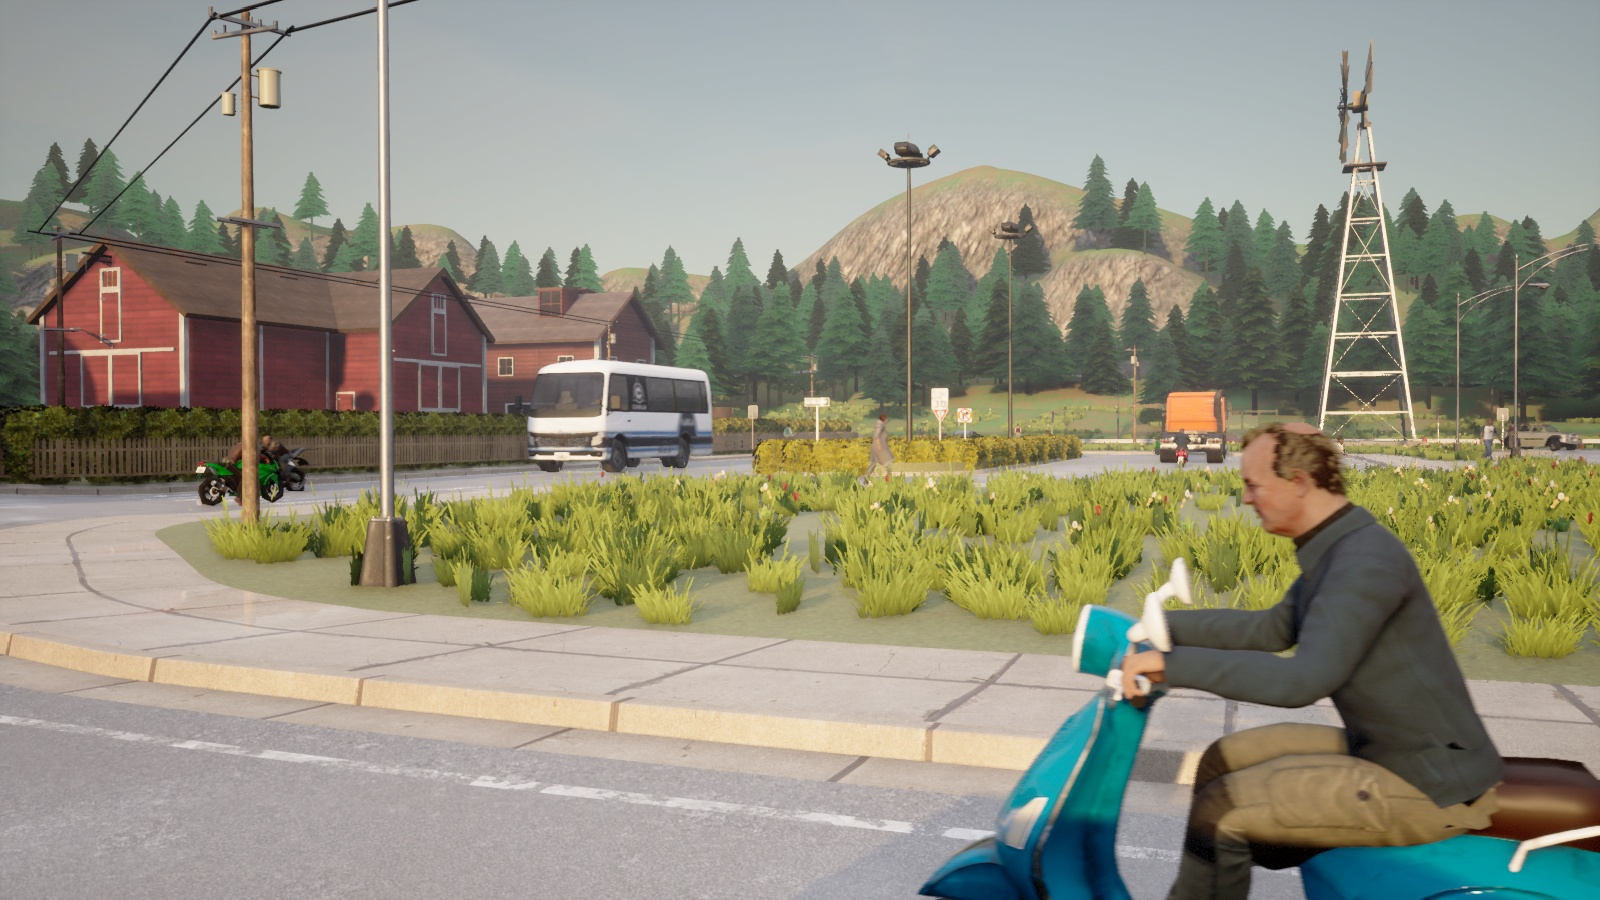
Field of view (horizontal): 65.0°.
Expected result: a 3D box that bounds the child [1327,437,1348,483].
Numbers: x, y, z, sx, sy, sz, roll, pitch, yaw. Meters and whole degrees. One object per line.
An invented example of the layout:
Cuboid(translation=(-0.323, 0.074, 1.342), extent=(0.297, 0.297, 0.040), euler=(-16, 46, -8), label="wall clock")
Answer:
Cuboid(translation=(14.634, 0.270, 34.171), extent=(0.437, 1.263, 0.270), euler=(0, 1, -14), label="child")

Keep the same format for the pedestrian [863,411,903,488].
Cuboid(translation=(2.107, -0.023, 32.025), extent=(0.873, 1.952, 0.659), euler=(0, 1, -10), label="pedestrian")

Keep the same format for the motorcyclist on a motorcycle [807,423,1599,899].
Cuboid(translation=(1.019, 0.738, 2.877), extent=(1.817, 1.590, 0.866), euler=(1, 1, 20), label="motorcyclist on a motorcycle")

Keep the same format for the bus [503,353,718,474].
Cuboid(translation=(-7.114, -1.368, 49.450), extent=(3.944, 4.253, 10.273), euler=(1, 1, 20), label="bus")

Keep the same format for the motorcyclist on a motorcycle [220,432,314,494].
Cuboid(translation=(-13.596, 0.296, 32.110), extent=(0.866, 1.530, 2.191), euler=(0, 1, 25), label="motorcyclist on a motorcycle")

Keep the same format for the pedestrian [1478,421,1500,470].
Cuboid(translation=(26.123, -0.179, 47.619), extent=(0.354, 1.836, 0.706), euler=(0, 1, -4), label="pedestrian")

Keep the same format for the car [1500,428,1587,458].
Cuboid(translation=(48.682, -0.492, 82.324), extent=(1.932, 1.855, 4.605), euler=(1, 1, -25), label="car")

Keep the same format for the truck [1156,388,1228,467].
Cuboid(translation=(18.775, -1.045, 59.809), extent=(2.891, 3.462, 7.936), euler=(1, 1, 20), label="truck")

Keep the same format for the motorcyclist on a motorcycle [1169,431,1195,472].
Cuboid(translation=(15.182, 0.038, 49.882), extent=(0.866, 1.590, 1.817), euler=(1, 1, 20), label="motorcyclist on a motorcycle")

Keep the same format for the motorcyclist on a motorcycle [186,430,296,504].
Cuboid(translation=(-12.000, 0.330, 27.034), extent=(0.797, 1.523, 2.044), euler=(1, 1, 34), label="motorcyclist on a motorcycle")
